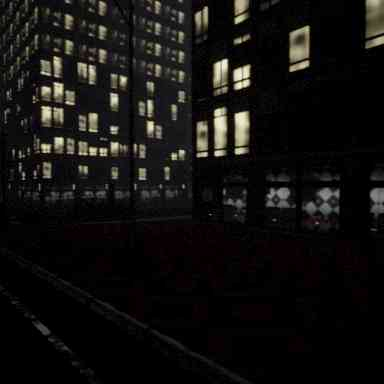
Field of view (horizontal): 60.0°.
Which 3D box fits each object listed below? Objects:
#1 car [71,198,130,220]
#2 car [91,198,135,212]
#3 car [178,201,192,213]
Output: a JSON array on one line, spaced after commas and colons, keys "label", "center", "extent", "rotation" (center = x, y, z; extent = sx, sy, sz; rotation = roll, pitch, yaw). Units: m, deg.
[{"label": "car", "center": [-8.066, 1.416, 29.276], "extent": [5.009, 1.841, 2.192], "rotation": [0, 1, -40]}, {"label": "car", "center": [-9.231, 1.485, 39.214], "extent": [4.829, 1.417, 1.752], "rotation": [0, 1, -40]}, {"label": "car", "center": [0.731, 1.550, 36.607], "extent": [4.829, 1.417, 1.752], "rotation": [-1, 1, -40]}]
